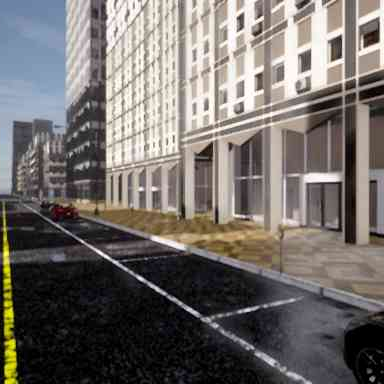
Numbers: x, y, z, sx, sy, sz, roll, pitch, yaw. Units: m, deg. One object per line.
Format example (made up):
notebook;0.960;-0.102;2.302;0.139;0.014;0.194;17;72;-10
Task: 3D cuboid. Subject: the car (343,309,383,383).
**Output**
car;3.413;1.562;2.632;1.947;1.339;4.313;0;0;-29

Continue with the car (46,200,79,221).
car;-10.478;1.524;27.222;1.887;1.381;4.507;0;0;-29

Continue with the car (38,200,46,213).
car;-16.036;1.526;37.058;2.008;1.369;4.403;0;0;-29
